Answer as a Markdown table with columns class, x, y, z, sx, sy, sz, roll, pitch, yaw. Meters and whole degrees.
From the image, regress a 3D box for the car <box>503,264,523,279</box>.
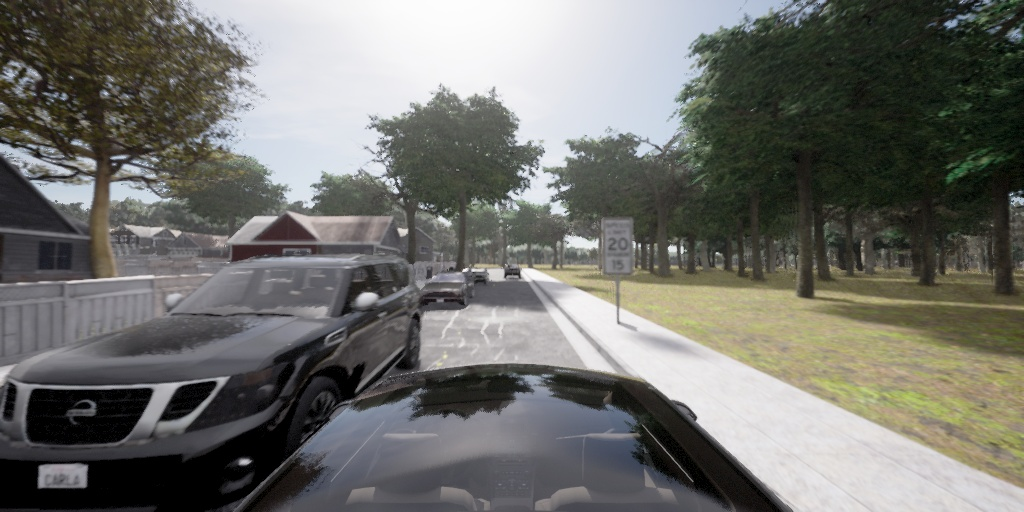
| class | x | y | z | sx | sy | sz | roll | pitch | yaw |
| --- | --- | --- | --- | --- | --- | --- | --- | --- | --- |
| car | 0.058 | 1.626 | 38.895 | 1.837 | 1.490 | 4.892 | 0 | 0 | 0 |

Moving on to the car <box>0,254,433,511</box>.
| class | x | y | z | sx | sy | sz | roll | pitch | yaw |
| --- | --- | --- | --- | --- | --- | --- | --- | --- | --- |
| car | -2.794 | 0.993 | 4.962 | 2.150 | 2.045 | 5.566 | 0 | 0 | -1 |

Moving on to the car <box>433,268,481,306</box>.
| class | x | y | z | sx | sy | sz | roll | pitch | yaw |
| --- | --- | --- | --- | --- | --- | --- | --- | --- | --- |
| car | -2.850 | 1.434 | 16.968 | 2.033 | 1.411 | 5.357 | 0 | -1 | 0 |

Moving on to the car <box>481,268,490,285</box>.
| class | x | y | z | sx | sy | sz | roll | pitch | yaw |
| --- | --- | --- | --- | --- | --- | --- | --- | --- | --- |
| car | -2.839 | 1.614 | 28.928 | 1.895 | 1.301 | 4.718 | 0 | -1 | 0 |
